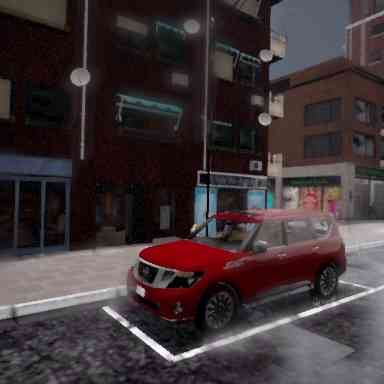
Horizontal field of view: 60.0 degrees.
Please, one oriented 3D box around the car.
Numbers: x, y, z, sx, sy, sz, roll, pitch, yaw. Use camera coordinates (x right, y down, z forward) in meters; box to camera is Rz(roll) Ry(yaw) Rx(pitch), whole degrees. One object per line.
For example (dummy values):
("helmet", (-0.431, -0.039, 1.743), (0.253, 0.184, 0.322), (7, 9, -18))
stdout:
("car", (1.210, 1.317, 6.927), (5.009, 1.841, 2.192), (0, 2, -35))
